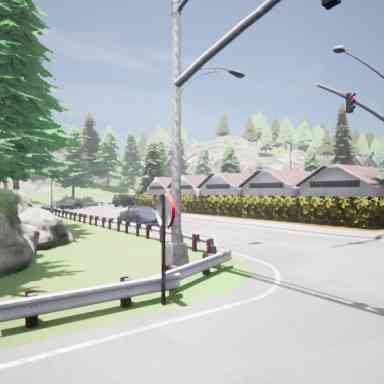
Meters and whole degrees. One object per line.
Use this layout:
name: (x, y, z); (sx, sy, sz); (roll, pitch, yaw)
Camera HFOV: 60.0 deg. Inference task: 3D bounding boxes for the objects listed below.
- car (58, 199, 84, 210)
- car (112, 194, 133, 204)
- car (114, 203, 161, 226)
car: (-16.835, 1.727, 46.601); (2.033, 1.411, 5.357); (0, 0, 3)
car: (-10.390, 1.396, 54.115); (2.150, 2.045, 5.566); (0, 0, 37)
car: (-3.462, 1.739, 23.568); (2.033, 1.411, 5.357); (0, 0, -35)
